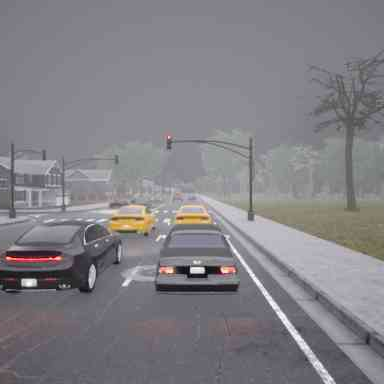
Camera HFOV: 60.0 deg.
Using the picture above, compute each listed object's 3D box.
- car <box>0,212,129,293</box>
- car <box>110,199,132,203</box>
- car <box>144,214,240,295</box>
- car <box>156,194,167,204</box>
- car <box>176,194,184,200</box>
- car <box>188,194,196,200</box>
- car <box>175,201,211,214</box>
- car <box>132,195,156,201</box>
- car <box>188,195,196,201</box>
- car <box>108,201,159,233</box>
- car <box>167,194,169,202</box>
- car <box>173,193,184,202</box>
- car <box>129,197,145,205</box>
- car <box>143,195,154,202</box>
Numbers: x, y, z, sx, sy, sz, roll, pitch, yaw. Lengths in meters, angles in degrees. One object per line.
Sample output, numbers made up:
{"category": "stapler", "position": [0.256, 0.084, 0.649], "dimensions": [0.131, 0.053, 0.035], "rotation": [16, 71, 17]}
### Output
{"category": "car", "position": [-3.142, 1.504, 8.840], "dimensions": [1.837, 1.490, 4.892], "rotation": [0, 0, 0]}
{"category": "car", "position": [-9.811, 1.591, 44.729], "dimensions": [1.895, 1.301, 4.718], "rotation": [0, 0, 0]}
{"category": "car", "position": [0.109, 1.547, 8.887], "dimensions": [2.033, 1.411, 5.357], "rotation": [0, 0, 0]}
{"category": "car", "position": [-6.505, 1.326, 62.772], "dimensions": [2.097, 1.767, 4.553], "rotation": [0, 0, 0]}
{"category": "car", "position": [-3.179, 1.282, 86.271], "dimensions": [1.882, 1.535, 5.008], "rotation": [0, 0, 0]}
{"category": "car", "position": [0.071, 1.357, 86.268], "dimensions": [1.994, 1.385, 4.181], "rotation": [0, 0, 0]}
{"category": "car", "position": [0.049, 1.477, 18.714], "dimensions": [1.882, 1.535, 5.008], "rotation": [0, 0, 1]}
{"category": "car", "position": [-6.532, 1.491, 45.829], "dimensions": [1.837, 1.490, 4.892], "rotation": [0, 1, 2]}
{"category": "car", "position": [0.063, 1.456, 75.847], "dimensions": [1.837, 1.490, 4.892], "rotation": [0, 0, 0]}
{"category": "car", "position": [-3.134, 1.477, 18.295], "dimensions": [1.882, 1.535, 5.008], "rotation": [0, 0, 0]}
{"category": "car", "position": [-6.436, 1.307, 77.797], "dimensions": [2.097, 1.767, 4.553], "rotation": [0, 0, 0]}
{"category": "car", "position": [-3.187, 1.181, 75.880], "dimensions": [2.150, 2.045, 5.566], "rotation": [0, 0, 0]}
{"category": "car", "position": [-9.777, 1.578, 59.402], "dimensions": [1.895, 1.301, 4.718], "rotation": [0, 0, 1]}
{"category": "car", "position": [-9.688, 1.464, 74.496], "dimensions": [1.837, 1.490, 4.892], "rotation": [0, 0, 0]}
